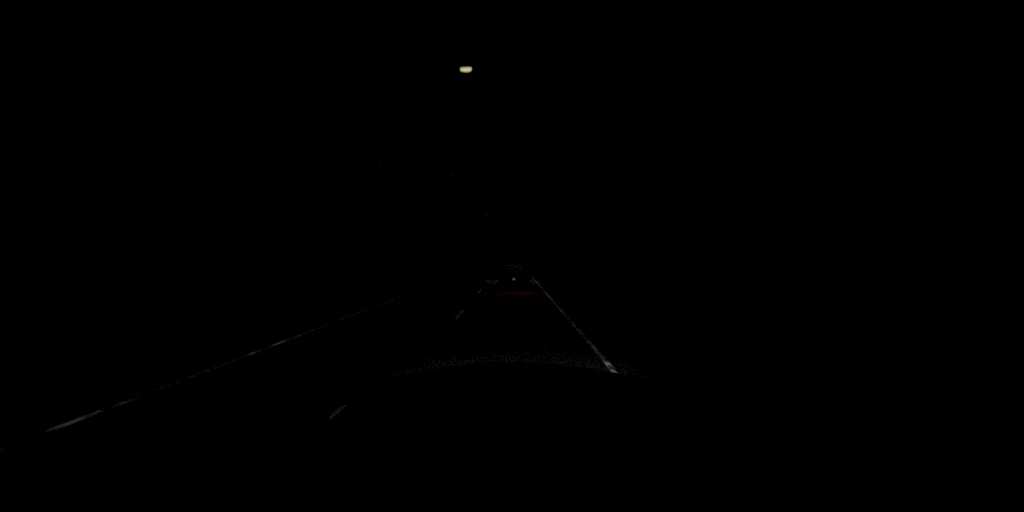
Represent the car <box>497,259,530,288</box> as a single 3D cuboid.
[{"bbox_3d":[0.101,1.120,22.477,1.882,1.535,5.008,0,0,0],"label":"car"}]
